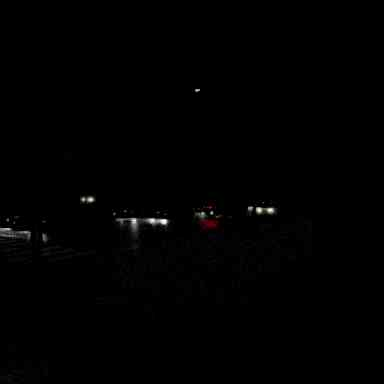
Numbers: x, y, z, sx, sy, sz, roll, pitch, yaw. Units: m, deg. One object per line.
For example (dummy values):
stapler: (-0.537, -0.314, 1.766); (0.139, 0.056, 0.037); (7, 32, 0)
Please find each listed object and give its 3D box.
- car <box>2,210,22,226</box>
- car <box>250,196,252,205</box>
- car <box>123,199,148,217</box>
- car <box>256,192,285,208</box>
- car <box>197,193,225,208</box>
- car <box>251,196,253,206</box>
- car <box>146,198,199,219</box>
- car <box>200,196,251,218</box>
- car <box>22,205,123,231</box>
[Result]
car: (-10.094, 1.519, 21.935); (1.994, 1.385, 4.181); (0, 0, 35)
car: (4.535, 1.462, 36.981); (1.895, 1.301, 4.718); (0, 0, 36)
car: (-4.251, 1.419, 30.192); (1.837, 1.490, 4.892); (0, 0, 35)
car: (10.985, 1.035, 46.008); (2.150, 2.045, 5.566); (0, 0, 36)
car: (2.077, 1.088, 39.121); (2.150, 2.045, 5.566); (0, 0, 36)
car: (8.958, 1.305, 48.765); (2.128, 1.511, 4.902); (0, 0, 35)
car: (-1.574, 1.470, 28.356); (1.994, 1.385, 4.181); (0, 0, 35)
car: (2.996, 1.393, 28.827); (1.837, 1.490, 4.892); (0, 1, 35)
car: (-7.147, 1.494, 20.469); (2.033, 1.411, 5.357); (0, 0, 36)
